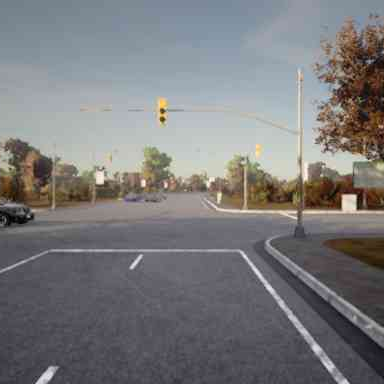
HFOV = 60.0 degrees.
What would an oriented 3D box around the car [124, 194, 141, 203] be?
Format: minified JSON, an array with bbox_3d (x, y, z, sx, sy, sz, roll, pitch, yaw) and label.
[{"bbox_3d":[-10.422,1.040,57.575,1.882,1.535,5.008,0,0,1],"label":"car"}]

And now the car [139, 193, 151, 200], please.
[{"bbox_3d":[-10.326,0.945,73.087,1.837,1.490,4.892,0,0,0],"label":"car"}]

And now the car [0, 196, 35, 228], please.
[{"bbox_3d":[-12.754,1.145,20.536,5.566,2.045,2.150,0,0,3],"label":"car"}]

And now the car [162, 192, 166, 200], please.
[{"bbox_3d":[-6.826,0.802,72.776,2.097,1.767,4.553,0,0,0],"label":"car"}]

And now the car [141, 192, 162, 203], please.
[{"bbox_3d":[-6.921,1.112,57.217,2.033,1.411,5.357,0,0,1],"label":"car"}]
